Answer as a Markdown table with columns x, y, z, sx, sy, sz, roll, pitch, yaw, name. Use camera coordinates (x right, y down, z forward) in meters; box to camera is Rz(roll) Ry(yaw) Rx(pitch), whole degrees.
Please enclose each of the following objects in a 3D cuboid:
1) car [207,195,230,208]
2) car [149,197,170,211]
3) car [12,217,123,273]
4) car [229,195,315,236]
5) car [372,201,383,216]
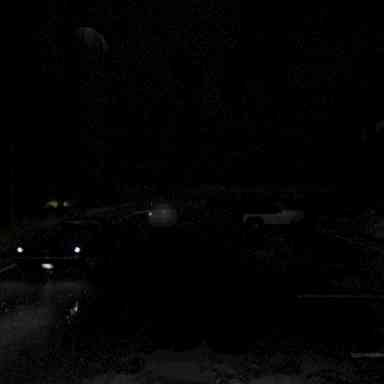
| x | y | z | sx | sy | sz | roll | pitch | yaw | name |
| --- | --- | --- | --- | --- | --- | --- | --- | --- | --- |
| 4.197 | 1.162 | 41.199 | 4.611 | 1.667 | 2.242 | 0 | 0 | 1 | car |
| -3.518 | 1.246 | 36.943 | 1.812 | 1.442 | 4.674 | 0 | 0 | 0 | car |
| -3.593 | 1.520 | 10.494 | 1.895 | 1.301 | 4.718 | 0 | 0 | 0 | car |
| 4.069 | 1.181 | 16.992 | 3.866 | 1.878 | 1.905 | 0 | 0 | 1 | car |
| 17.377 | 1.099 | 27.112 | 4.605 | 1.855 | 1.932 | 0 | 0 | 1 | car |
